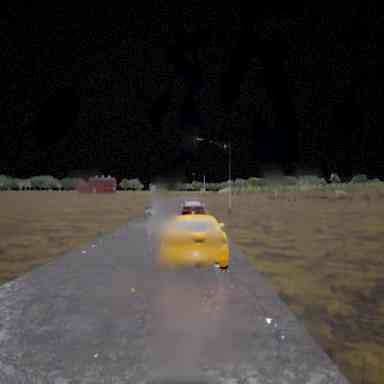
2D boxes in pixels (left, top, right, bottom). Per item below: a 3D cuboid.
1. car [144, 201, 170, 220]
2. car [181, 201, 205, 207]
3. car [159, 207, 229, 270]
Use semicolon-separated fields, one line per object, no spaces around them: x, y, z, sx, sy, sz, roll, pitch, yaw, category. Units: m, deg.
-2.841;1.511;28.063;2.128;1.511;4.902;0;0;0;car
0.101;1.497;29.020;1.882;1.535;5.008;0;0;0;car
0.093;1.501;11.167;1.882;1.535;5.008;0;0;0;car
